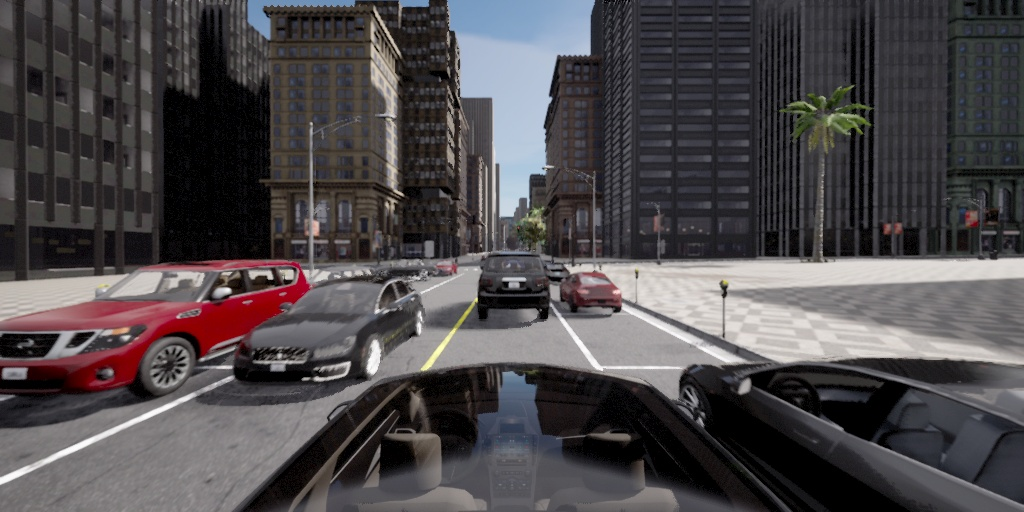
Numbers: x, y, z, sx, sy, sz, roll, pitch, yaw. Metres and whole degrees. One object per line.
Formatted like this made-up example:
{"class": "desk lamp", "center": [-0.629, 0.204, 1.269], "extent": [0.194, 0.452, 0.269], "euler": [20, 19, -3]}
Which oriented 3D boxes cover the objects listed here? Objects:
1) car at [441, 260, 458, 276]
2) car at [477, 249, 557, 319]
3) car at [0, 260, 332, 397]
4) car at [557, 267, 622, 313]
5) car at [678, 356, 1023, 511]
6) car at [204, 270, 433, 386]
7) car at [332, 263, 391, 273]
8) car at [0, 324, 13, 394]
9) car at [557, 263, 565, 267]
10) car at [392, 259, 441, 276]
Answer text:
{"class": "car", "center": [-5.757, 1.021, 31.304], "extent": [1.802, 1.307, 4.207], "euler": [0, 0, 0]}
{"class": "car", "center": [0.038, 0.868, 12.432], "extent": [2.150, 2.045, 5.566], "euler": [0, 0, 0]}
{"class": "car", "center": [-5.761, 1.019, 6.673], "extent": [2.192, 1.841, 5.009], "euler": [0, 0, 0]}
{"class": "car", "center": [2.765, 1.223, 13.131], "extent": [1.802, 1.307, 4.207], "euler": [0, 0, 0]}
{"class": "car", "center": [2.763, 1.310, 2.331], "extent": [1.948, 1.339, 4.313], "euler": [0, 0, 0]}
{"class": "car", "center": [-3.099, 1.204, 7.172], "extent": [1.837, 1.490, 4.892], "euler": [0, 1, 0]}
{"class": "car", "center": [-5.760, 1.092, 11.975], "extent": [1.967, 1.591, 4.097], "euler": [0, 0, 0]}
{"class": "car", "center": [-5.762, 1.335, 1.373], "extent": [1.802, 1.307, 4.207], "euler": [0, 0, 0]}
{"class": "car", "center": [2.767, 1.091, 23.932], "extent": [1.948, 1.339, 4.313], "euler": [0, 0, 0]}
{"class": "car", "center": [-7.487, 0.896, 25.385], "extent": [4.403, 1.370, 2.007], "euler": [0, 0, -9]}
